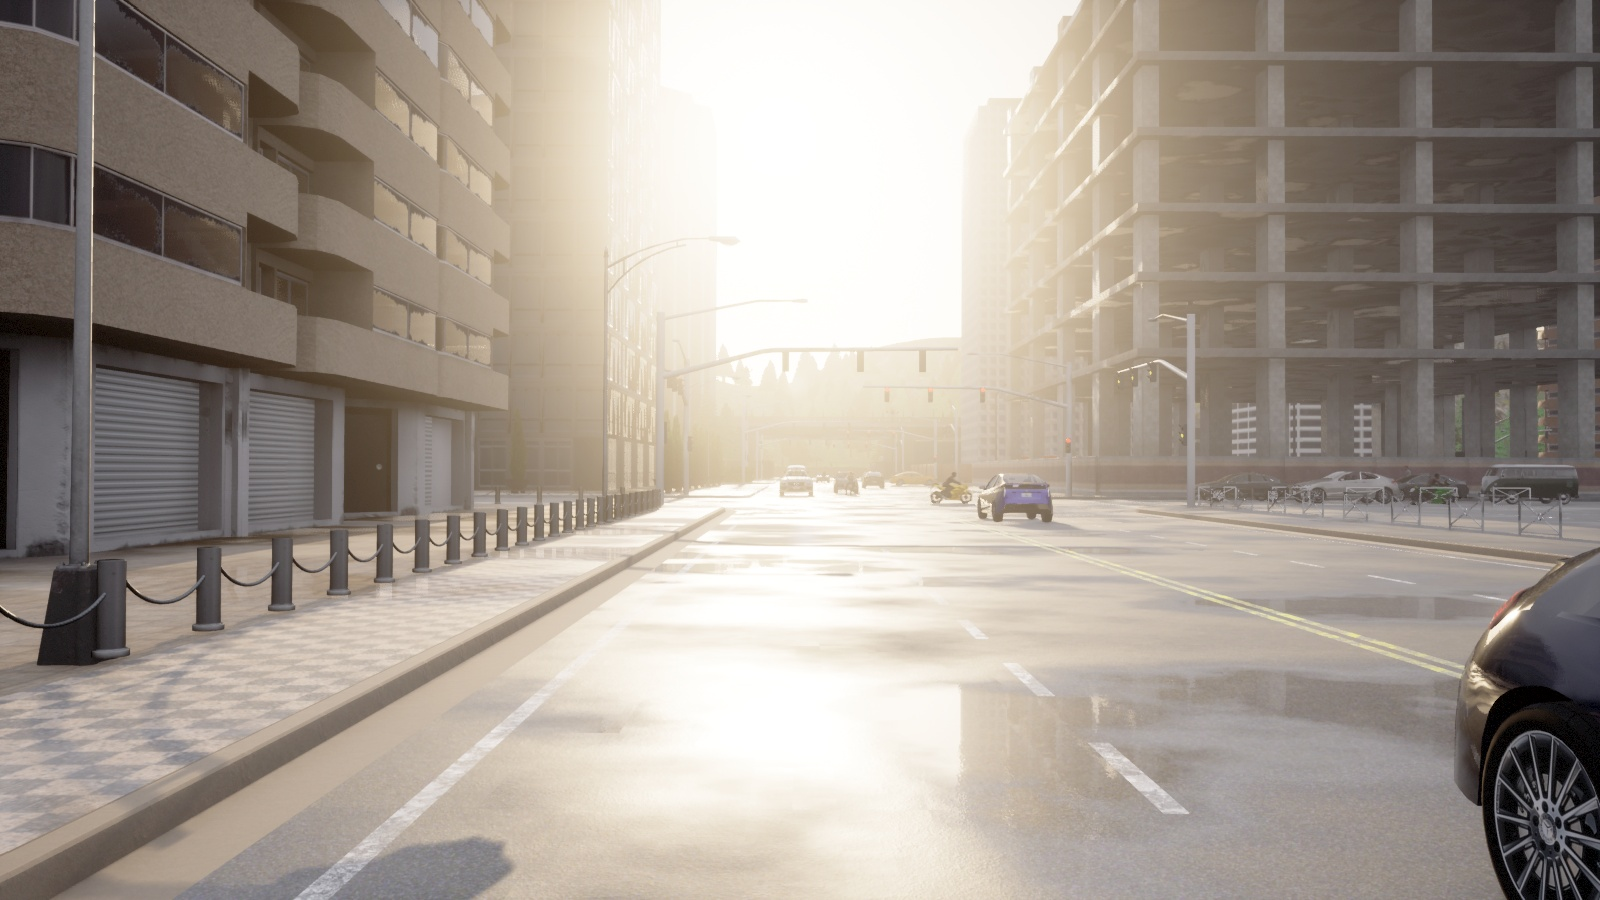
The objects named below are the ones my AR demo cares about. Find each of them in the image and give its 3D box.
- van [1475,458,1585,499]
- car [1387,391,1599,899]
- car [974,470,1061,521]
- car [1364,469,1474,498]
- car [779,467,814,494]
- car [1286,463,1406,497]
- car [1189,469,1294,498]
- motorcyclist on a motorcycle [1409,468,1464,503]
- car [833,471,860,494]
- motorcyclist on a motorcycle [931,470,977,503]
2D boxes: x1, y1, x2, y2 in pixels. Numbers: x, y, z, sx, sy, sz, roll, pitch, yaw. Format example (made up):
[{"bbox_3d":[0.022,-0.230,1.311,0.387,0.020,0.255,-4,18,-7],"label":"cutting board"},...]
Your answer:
[{"bbox_3d":[36.441,1.418,62.785,4.442,1.987,1.775,0,-1,0],"label":"van"},{"bbox_3d":[3.492,0.623,2.625,2.152,1.651,5.027,0,-1,0],"label":"car"},{"bbox_3d":[6.893,1.409,40.286,2.007,1.525,4.514,0,-1,0],"label":"car"},{"bbox_3d":[32.643,1.743,66.259,4.892,1.490,1.837,0,-1,-1],"label":"car"},{"bbox_3d":[-0.211,1.928,79.617,2.152,1.651,5.027,0,-1,0],"label":"car"},{"bbox_3d":[27.222,1.480,62.726,5.027,1.651,2.152,0,-1,0],"label":"car"},{"bbox_3d":[23.227,1.780,66.199,4.892,1.490,1.837,0,-1,0],"label":"car"},{"bbox_3d":[28.238,1.562,55.732,2.044,1.523,0.797,0,-1,0],"label":"motorcyclist on a motorcycle"},{"bbox_3d":[3.265,2.267,88.743,1.789,1.549,3.705,0,-1,0],"label":"car"},{"bbox_3d":[7.208,1.726,59.006,2.044,1.523,0.797,0,-1,-1],"label":"motorcyclist on a motorcycle"}]
